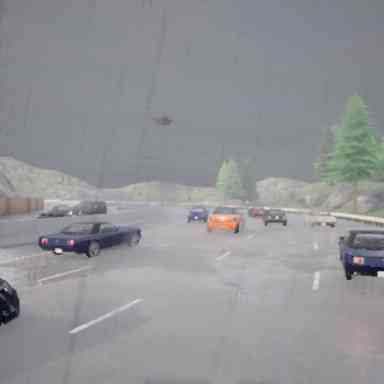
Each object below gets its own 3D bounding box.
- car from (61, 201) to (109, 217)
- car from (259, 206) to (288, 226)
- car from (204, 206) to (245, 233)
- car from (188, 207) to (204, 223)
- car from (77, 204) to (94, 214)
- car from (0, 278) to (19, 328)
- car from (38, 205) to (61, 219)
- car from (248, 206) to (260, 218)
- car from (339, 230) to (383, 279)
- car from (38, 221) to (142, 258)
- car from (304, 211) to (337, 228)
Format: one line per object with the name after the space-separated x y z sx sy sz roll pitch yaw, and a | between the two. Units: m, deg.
-10.035 1.897 32.394 2.150 2.045 5.566 0 -1 9 | car
7.343 2.193 29.545 2.033 1.411 5.357 0 -1 10 | car
2.553 1.866 23.746 2.097 1.767 4.553 0 -1 15 | car
0.711 2.226 32.631 1.812 1.442 4.674 0 -1 8 | car
-16.660 2.611 52.242 1.812 1.442 4.674 0 -1 -7 | car
-4.696 1.657 4.563 1.994 1.385 4.181 0 -1 28 | car
-13.378 2.296 33.610 1.895 1.301 4.718 0 -1 8 | car
8.340 2.481 42.161 1.994 1.385 4.181 0 -1 1 | car
5.691 1.837 10.431 1.895 1.301 4.718 0 -1 22 | car
-4.037 1.900 14.215 1.895 1.301 4.718 0 -1 22 | car
10.595 2.218 27.906 1.895 1.301 4.718 0 -1 10 | car
